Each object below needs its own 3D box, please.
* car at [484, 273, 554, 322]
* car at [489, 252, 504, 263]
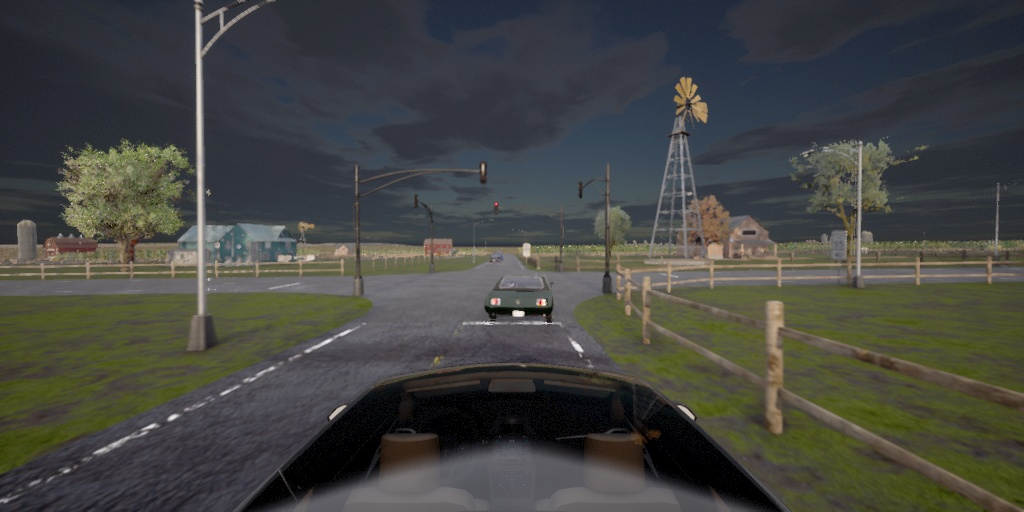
[{"bbox_3d":[0.418,1.215,11.692,1.895,1.301,4.718,0,1,6],"label":"car"},{"bbox_3d":[-2.955,0.496,61.531,2.033,1.411,5.357,0,1,0],"label":"car"}]
